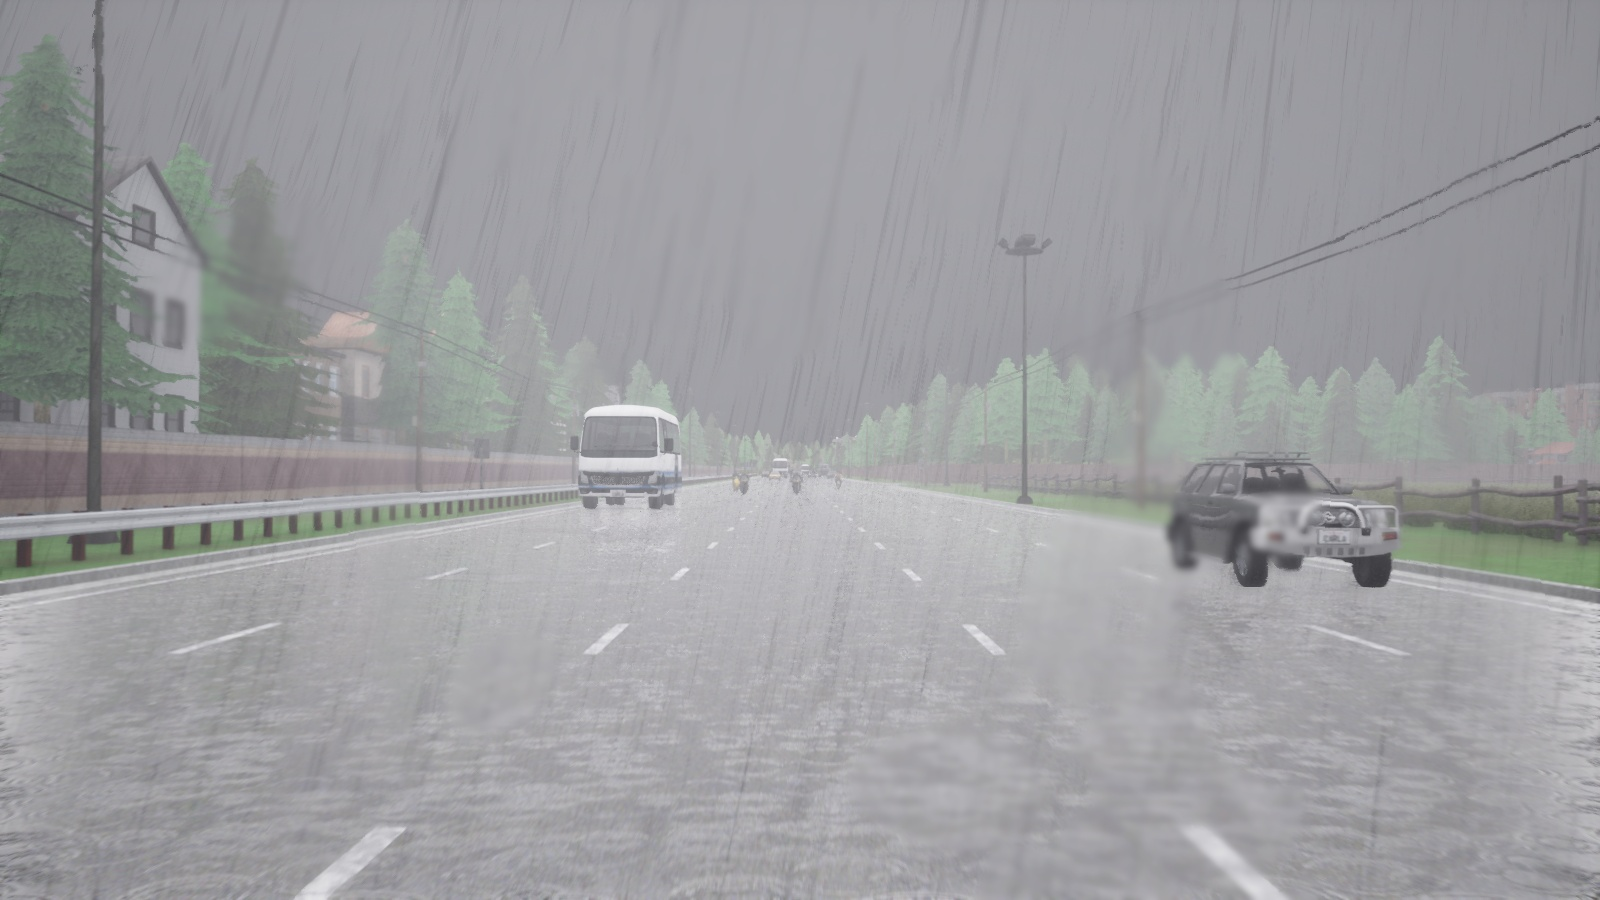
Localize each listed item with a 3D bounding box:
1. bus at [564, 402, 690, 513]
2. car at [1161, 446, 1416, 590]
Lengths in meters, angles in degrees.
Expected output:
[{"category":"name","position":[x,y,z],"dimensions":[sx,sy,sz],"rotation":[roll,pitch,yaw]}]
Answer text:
[{"category":"bus","position":[-7.134,0.364,53.613],"dimensions":[3.944,4.253,10.273],"rotation":[0,-1,0]},{"category":"car","position":[6.955,0.913,18.491],"dimensions":[1.932,1.855,4.605],"rotation":[0,-1,0]}]
